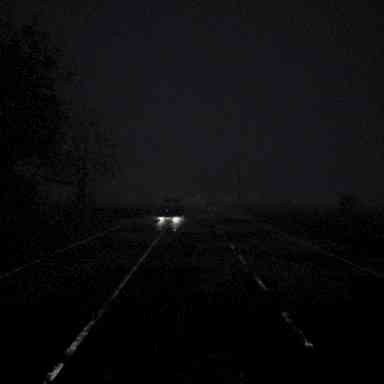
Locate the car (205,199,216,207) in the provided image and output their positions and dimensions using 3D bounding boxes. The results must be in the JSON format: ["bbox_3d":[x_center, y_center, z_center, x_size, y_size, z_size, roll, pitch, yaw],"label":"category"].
[{"bbox_3d":[3.487,2.047,62.885,2.128,1.511,4.902,0,-1,0],"label":"car"}]

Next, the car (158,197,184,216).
[{"bbox_3d":[-2.274,1.561,37.206,2.150,2.045,5.566,0,-1,7],"label":"car"}]
